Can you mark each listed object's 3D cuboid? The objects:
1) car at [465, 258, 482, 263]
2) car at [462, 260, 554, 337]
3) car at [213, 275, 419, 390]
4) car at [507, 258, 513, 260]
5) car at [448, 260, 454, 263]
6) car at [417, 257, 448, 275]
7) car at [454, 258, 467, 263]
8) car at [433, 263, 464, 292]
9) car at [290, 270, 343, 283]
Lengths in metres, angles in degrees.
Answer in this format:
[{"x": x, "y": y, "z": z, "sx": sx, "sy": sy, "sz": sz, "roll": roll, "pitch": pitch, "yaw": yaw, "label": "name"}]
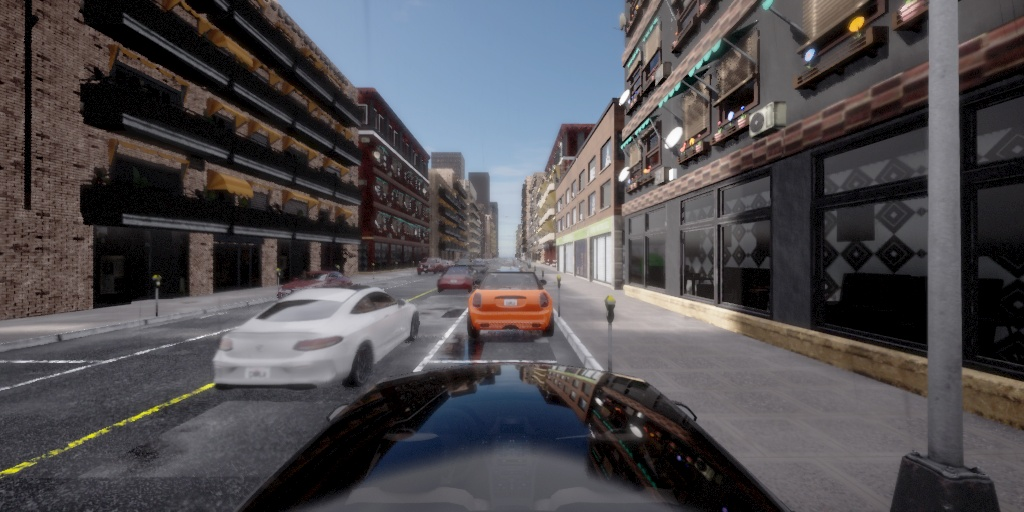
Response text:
[{"x": -3.102, "y": 1.242, "z": 36.041, "sx": 2.128, "sy": 1.511, "sz": 4.902, "roll": 0, "pitch": 0, "yaw": 0, "label": "car"}, {"x": -0.032, "y": 1.103, "z": 10.469, "sx": 2.097, "sy": 1.767, "sz": 4.553, "roll": 0, "pitch": 0, "yaw": 0, "label": "car"}, {"x": -3.144, "y": 1.276, "z": 6.739, "sx": 1.812, "sy": 1.442, "sz": 4.674, "roll": 0, "pitch": 0, "yaw": 0, "label": "car"}, {"x": -0.456, "y": 1.275, "z": 39.173, "sx": 1.751, "sy": 1.417, "sz": 4.829, "roll": 0, "pitch": 0, "yaw": 0, "label": "car"}, {"x": -8.837, "y": 1.188, "z": 44.643, "sx": 1.967, "sy": 1.591, "sz": 4.097, "roll": 0, "pitch": 0, "yaw": 0, "label": "car"}, {"x": -8.837, "y": 1.064, "z": 39.007, "sx": 2.192, "sy": 1.841, "sz": 5.009, "roll": 0, "pitch": 0, "yaw": 0, "label": "car"}, {"x": -6.192, "y": 1.100, "z": 45.946, "sx": 2.097, "sy": 1.767, "sz": 4.553, "roll": 0, "pitch": 0, "yaw": 1, "label": "car"}, {"x": -3.099, "y": 1.316, "z": 21.252, "sx": 1.994, "sy": 1.385, "sz": 4.181, "roll": 0, "pitch": 0, "yaw": 1, "label": "car"}, {"x": -8.837, "y": 1.333, "z": 16.462, "sx": 1.802, "sy": 1.307, "sz": 4.207, "roll": 0, "pitch": 0, "yaw": 0, "label": "car"}]
